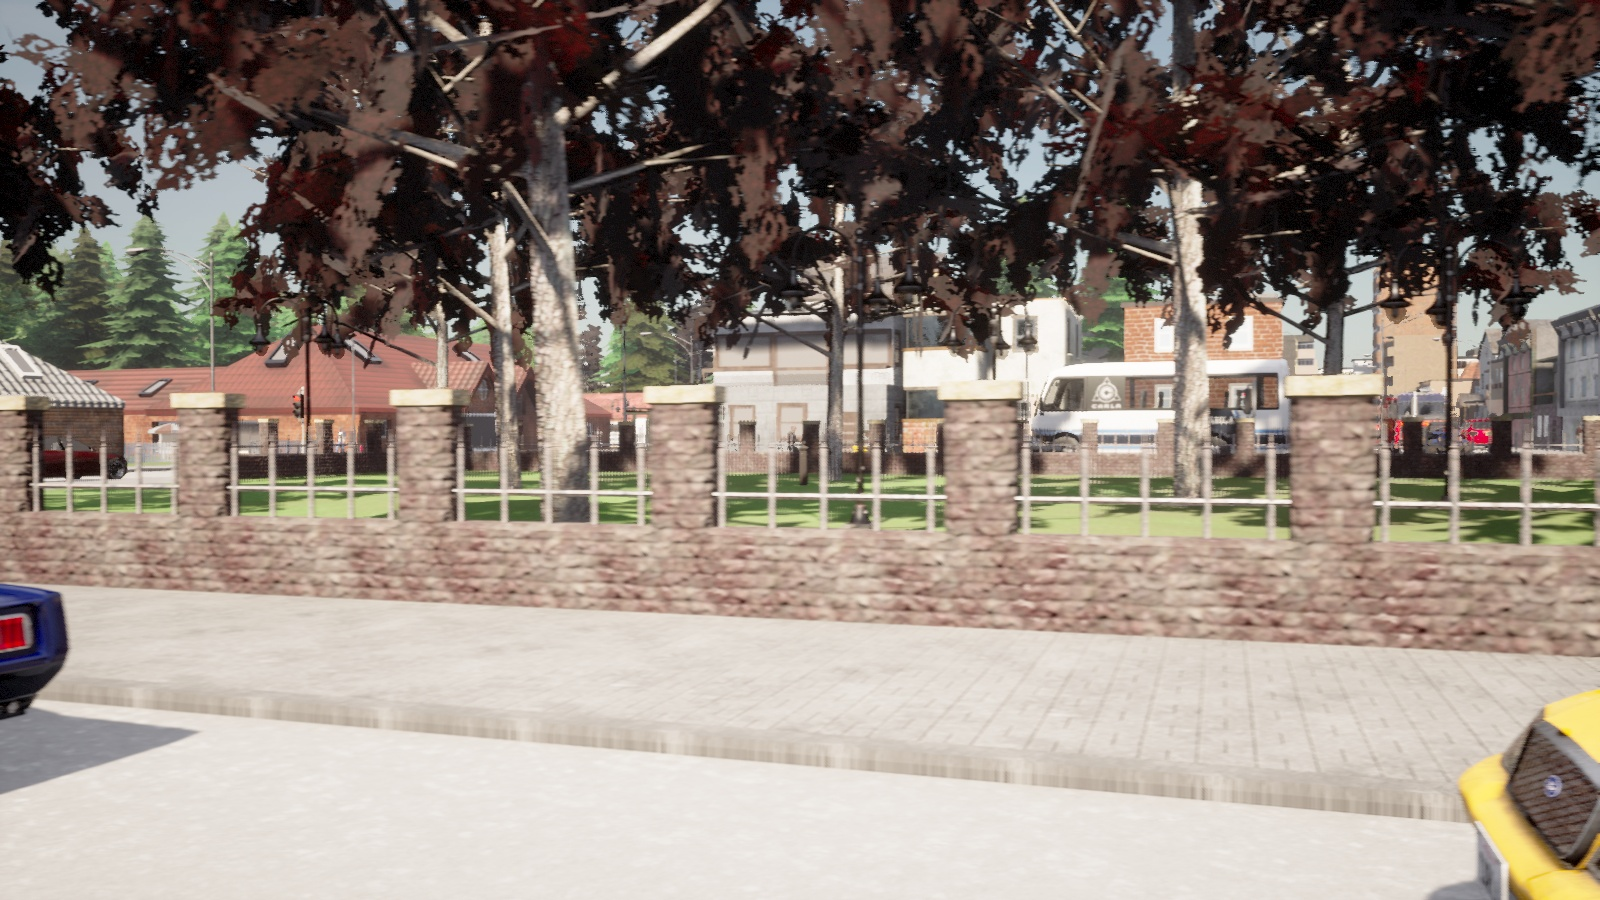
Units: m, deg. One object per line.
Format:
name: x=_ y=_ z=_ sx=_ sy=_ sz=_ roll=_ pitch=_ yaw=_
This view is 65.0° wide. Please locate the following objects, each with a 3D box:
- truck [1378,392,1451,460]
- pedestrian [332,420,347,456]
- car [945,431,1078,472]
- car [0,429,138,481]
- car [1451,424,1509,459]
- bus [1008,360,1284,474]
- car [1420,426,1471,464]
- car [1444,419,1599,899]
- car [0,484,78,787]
truck: x=36.561 y=-1.399 z=74.979 sx=2.891 sy=3.827 sz=8.468 roll=1 pitch=1 yaw=19
pedestrian: x=-23.490 y=-0.595 z=64.118 sx=0.354 sy=1.836 sz=0.706 roll=1 pitch=1 yaw=18
car: x=8.212 y=0.032 z=48.659 sx=4.902 sy=1.511 sz=2.128 roll=0 pitch=1 yaw=16
car: x=-23.335 y=0.105 z=38.976 sx=2.163 sy=1.488 sz=4.792 roll=1 pitch=1 yaw=17
car: x=41.168 y=-0.519 z=76.137 sx=2.150 sy=2.045 sz=5.566 roll=1 pitch=0 yaw=19
bus: x=13.947 y=-1.310 z=50.673 sx=10.273 sy=4.253 sz=3.944 roll=1 pitch=1 yaw=23
car: x=33.050 y=-0.281 z=64.404 sx=1.905 sy=1.878 sz=3.866 roll=1 pitch=1 yaw=21
car: x=4.307 y=0.748 z=2.271 sx=5.366 sy=1.575 sz=1.801 roll=1 pitch=1 yaw=19
car: x=-5.907 y=0.811 z=5.711 sx=4.718 sy=1.301 sz=1.895 roll=1 pitch=1 yaw=19
